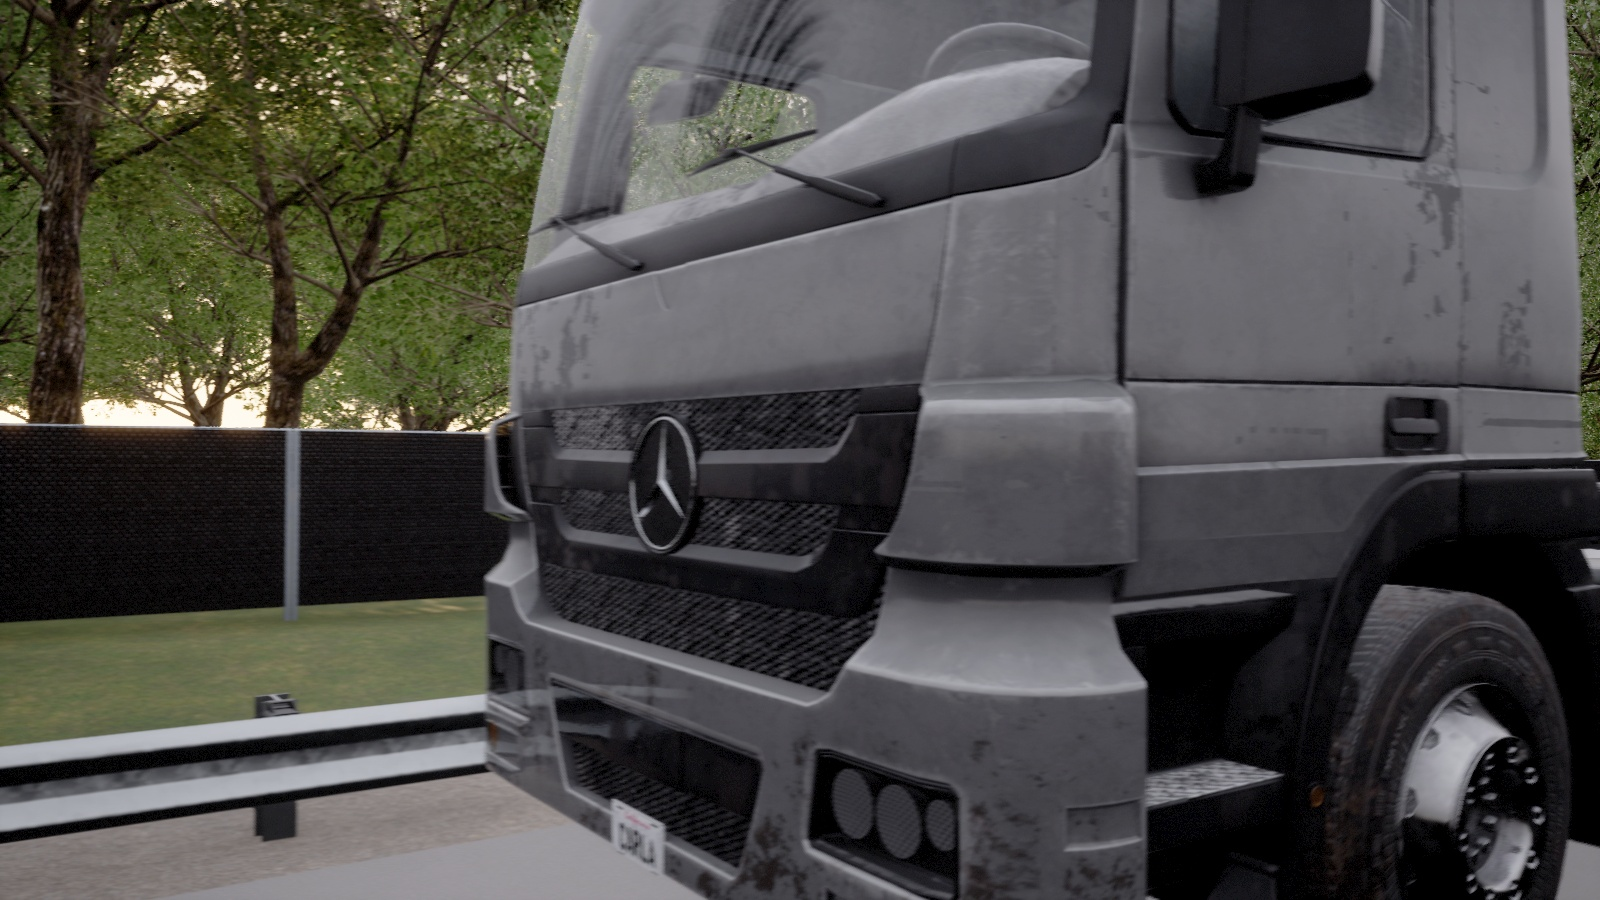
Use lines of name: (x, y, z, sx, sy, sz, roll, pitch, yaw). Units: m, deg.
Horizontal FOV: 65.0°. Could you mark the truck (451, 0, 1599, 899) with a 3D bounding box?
truck: (2.829, -0.227, 5.591, 7.936, 3.462, 2.891, 0, 0, -34)
